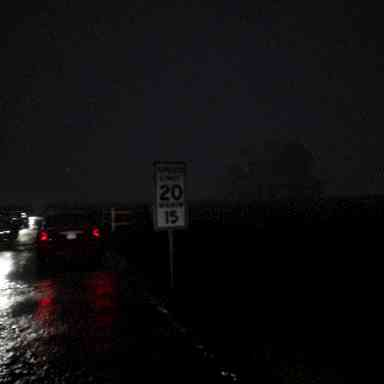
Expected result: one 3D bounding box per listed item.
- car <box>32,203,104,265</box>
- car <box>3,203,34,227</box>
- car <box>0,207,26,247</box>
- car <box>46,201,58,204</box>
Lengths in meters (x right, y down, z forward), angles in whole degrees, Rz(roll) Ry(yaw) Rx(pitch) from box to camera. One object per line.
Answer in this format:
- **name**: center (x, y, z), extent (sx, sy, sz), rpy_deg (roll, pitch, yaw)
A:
- **car**: center (-4.712, 1.466, 12.578), extent (2.097, 1.767, 4.553), rpy_deg (-1, 0, -24)
- **car**: center (-13.328, 1.671, 24.895), extent (2.097, 1.767, 4.553), rpy_deg (-1, 0, -24)
- **car**: center (-9.289, 1.714, 15.696), extent (2.128, 1.511, 4.902), rpy_deg (-1, 0, -24)
- **car**: center (-18.661, 1.959, 44.311), extent (1.837, 1.490, 4.892), rpy_deg (-1, 0, -24)
